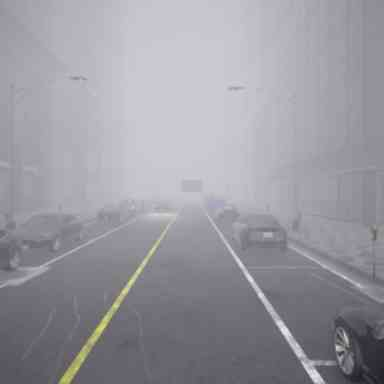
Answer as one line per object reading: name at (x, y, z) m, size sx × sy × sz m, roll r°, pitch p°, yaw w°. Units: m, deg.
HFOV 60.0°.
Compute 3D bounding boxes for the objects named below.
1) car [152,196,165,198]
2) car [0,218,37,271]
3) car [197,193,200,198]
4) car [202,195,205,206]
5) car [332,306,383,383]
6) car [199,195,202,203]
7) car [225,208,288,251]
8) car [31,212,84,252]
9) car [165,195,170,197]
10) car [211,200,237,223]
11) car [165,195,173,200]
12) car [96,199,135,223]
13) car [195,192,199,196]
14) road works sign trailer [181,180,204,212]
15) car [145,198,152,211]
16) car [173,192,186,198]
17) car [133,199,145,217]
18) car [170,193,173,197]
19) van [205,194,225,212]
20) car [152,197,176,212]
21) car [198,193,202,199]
car at (-5.864, 1.445, 53.137) m, size 1.887 × 1.381 × 4.507 m, roll 1°, pitch 0°, yaw 0°
car at (-5.853, 1.554, 8.141) m, size 1.947 × 1.339 × 4.313 m, roll 1°, pitch 0°, yaw 0°
car at (2.657, 1.399, 70.018) m, size 1.887 × 1.381 × 4.507 m, roll 1°, pitch 0°, yaw 0°
car at (2.665, 1.368, 41.894) m, size 1.967 × 1.590 × 4.097 m, roll 1°, pitch 0°, yaw 0°
car at (2.674, 1.562, 2.522) m, size 1.947 × 1.339 × 4.313 m, roll 1°, pitch 0°, yaw 0°
car at (2.661, 1.451, 53.144) m, size 2.008 × 1.369 × 4.403 m, roll 1°, pitch 0°, yaw 0°
car at (2.671, 1.546, 13.771) m, size 1.947 × 1.339 × 4.313 m, roll 1°, pitch 0°, yaw 0°
car at (-5.855, 1.546, 13.765) m, size 1.947 × 1.339 × 4.313 m, roll 1°, pitch 0°, yaw 0°
car at (-5.867, 1.421, 64.386) m, size 2.008 × 1.369 × 4.403 m, roll 1°, pitch 0°, yaw 0°
car at (2.668, 1.544, 25.021) m, size 1.802 × 1.307 × 4.206 m, roll 1°, pitch 0°, yaw 0°
car at (-5.873, 1.382, 86.884) m, size 1.802 × 1.307 × 4.206 m, roll 1°, pitch 0°, yaw 0°
car at (-5.858, 1.506, 25.015) m, size 1.887 × 1.381 × 4.507 m, roll 1°, pitch 0°, yaw 0°
car at (2.651, 1.346, 92.518) m, size 1.947 × 1.339 × 4.313 m, roll 1°, pitch 0°, yaw 0°
road works sign trailer at (-0.010, 0.401, 37.727) m, size 2.380 × 3.560 × 2.880 m, roll 0°, pitch 0°, yaw 0°
car at (-5.860, 1.484, 36.264) m, size 1.887 × 1.381 × 4.507 m, roll 1°, pitch 0°, yaw 0°
car at (-3.022, 1.116, 78.780) m, size 1.812 × 1.442 × 4.674 m, roll 0°, pitch 0°, yaw 0°
car at (-5.858, 1.391, 30.639) m, size 1.967 × 1.590 × 4.097 m, roll 1°, pitch 0°, yaw 0°
car at (-5.870, 1.362, 75.465) m, size 1.752 × 1.417 × 4.829 m, roll 1°, pitch 0°, yaw 0°
van at (2.667, 1.281, 36.269) m, size 1.690 × 1.788 × 3.998 m, roll 1°, pitch 0°, yaw 0°
car at (-3.106, 1.538, 37.410) m, size 1.895 × 1.301 × 4.718 m, roll 0°, pitch 0°, yaw 0°
car at (2.658, 1.421, 64.394) m, size 2.008 × 1.369 × 4.403 m, roll 1°, pitch 0°, yaw 0°
